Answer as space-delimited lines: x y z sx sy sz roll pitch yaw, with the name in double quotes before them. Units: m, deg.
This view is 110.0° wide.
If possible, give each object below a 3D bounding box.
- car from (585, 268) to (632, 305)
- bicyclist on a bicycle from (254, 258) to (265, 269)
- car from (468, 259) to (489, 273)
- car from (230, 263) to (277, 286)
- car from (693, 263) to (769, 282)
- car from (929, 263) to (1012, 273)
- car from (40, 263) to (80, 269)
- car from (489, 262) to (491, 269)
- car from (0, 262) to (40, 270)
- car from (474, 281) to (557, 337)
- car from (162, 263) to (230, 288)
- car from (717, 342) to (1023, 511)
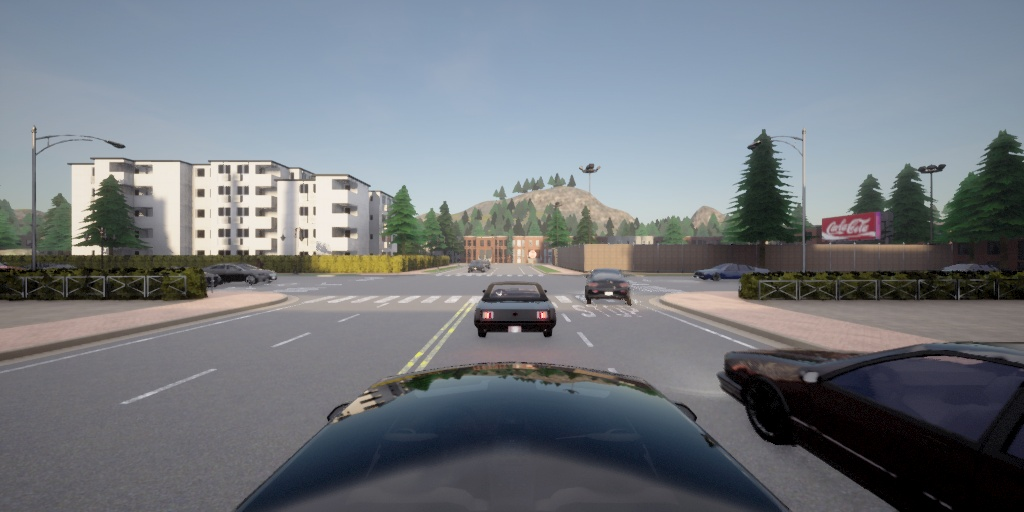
"car" 4.290 1.275 16.082 1.812 1.442 4.674 -1 0 14
"bicyclist on a bicycle" -25.273 1.051 35.896 0.582 1.620 1.656 0 0 0
"car" -4.227 1.238 43.403 1.837 1.490 4.892 0 0 0
"car" -19.105 1.241 24.972 4.902 1.511 2.128 0 0 -2
"car" 17.427 1.297 28.492 5.357 1.411 2.033 0 0 0
"car" 35.997 1.297 28.316 5.357 1.411 2.033 0 0 1
"car" -31.684 1.241 24.898 4.902 1.511 2.128 0 0 0
"car" -4.229 1.224 53.717 2.128 1.511 4.902 0 0 0
"car" -32.566 0.963 21.404 5.566 2.045 2.150 1 0 0
"car" 0.079 1.351 10.231 1.895 1.301 4.718 0 0 0
"car" -19.882 1.314 21.421 4.181 1.385 1.994 0 0 0
"car" 3.599 1.297 2.198 2.033 1.411 5.357 0 0 0
